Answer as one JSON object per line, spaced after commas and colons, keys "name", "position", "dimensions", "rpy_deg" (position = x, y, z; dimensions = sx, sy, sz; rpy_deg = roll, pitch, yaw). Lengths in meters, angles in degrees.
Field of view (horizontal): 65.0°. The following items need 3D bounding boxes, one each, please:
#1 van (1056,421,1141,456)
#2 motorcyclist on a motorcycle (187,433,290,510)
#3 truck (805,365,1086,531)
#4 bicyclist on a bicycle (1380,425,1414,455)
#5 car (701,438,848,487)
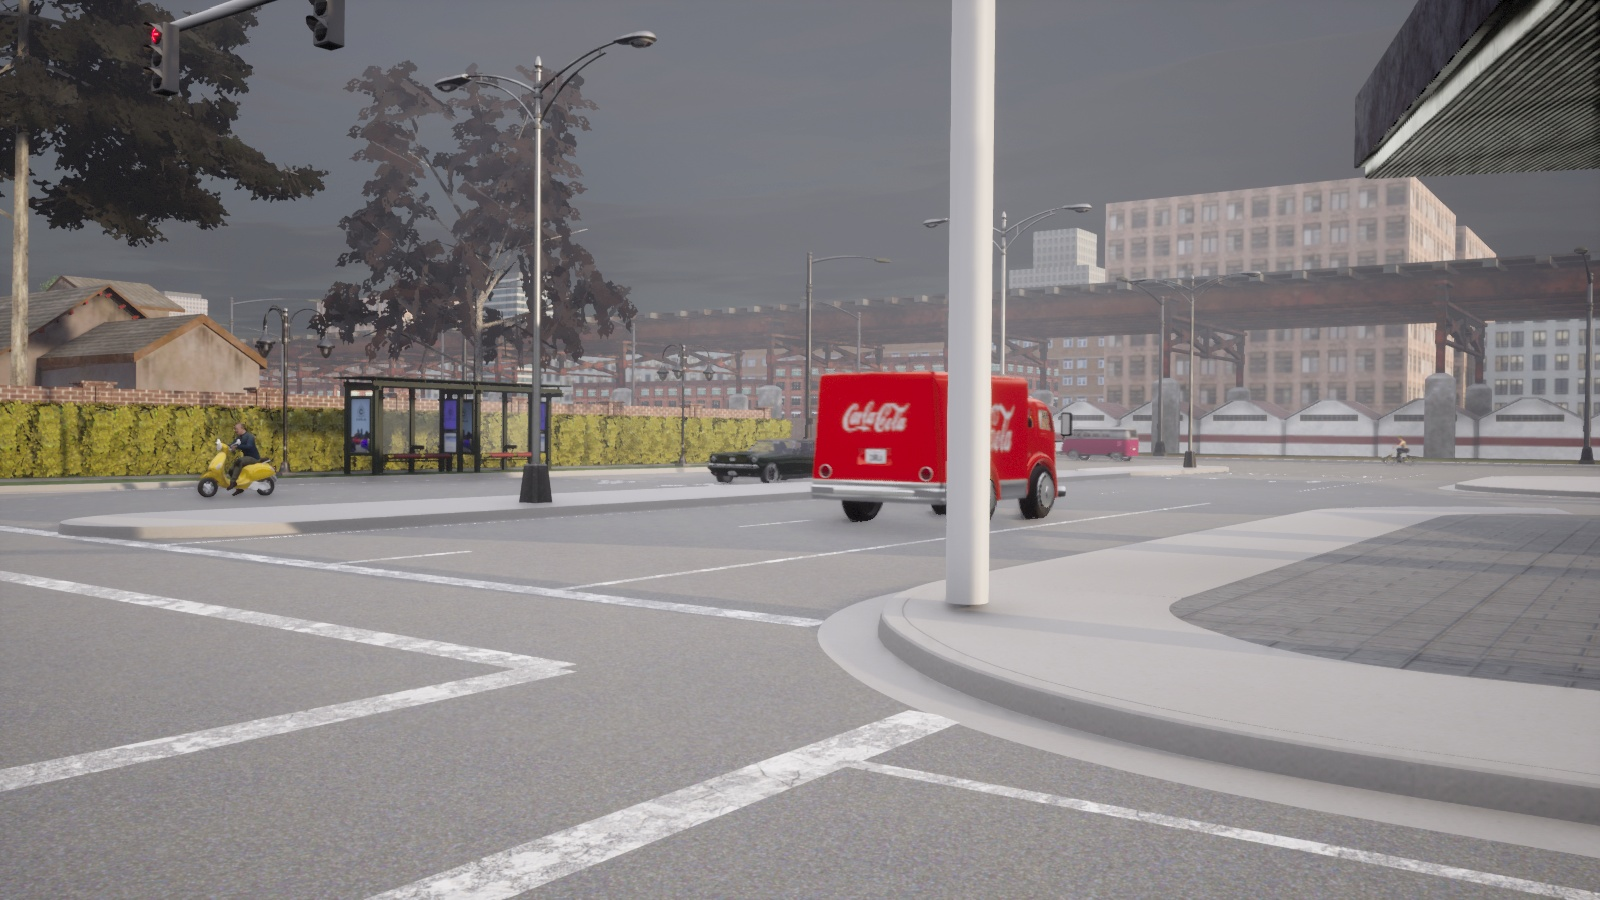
{"name": "van", "position": [17.227, -0.661, 72.483], "dimensions": [4.442, 1.987, 1.775], "rpy_deg": [0, 1, 35]}
{"name": "motorcyclist on a motorcycle", "position": [-11.986, 0.427, 26.841], "dimensions": [0.866, 1.590, 1.817], "rpy_deg": [0, 1, 35]}
{"name": "truck", "position": [2.664, -0.074, 21.587], "dimensions": [2.627, 2.467, 5.204], "rpy_deg": [0, 1, 35]}
{"name": "bicyclist on a bicycle", "position": [31.662, -0.527, 66.569], "dimensions": [1.509, 1.612, 0.866], "rpy_deg": [0, 1, 36]}
{"name": "car", "position": [-0.656, 0.333, 36.902], "dimensions": [1.895, 1.301, 4.718], "rpy_deg": [0, 1, 35]}
